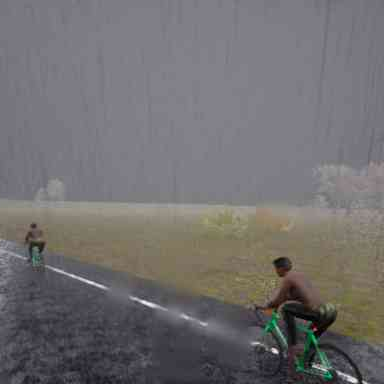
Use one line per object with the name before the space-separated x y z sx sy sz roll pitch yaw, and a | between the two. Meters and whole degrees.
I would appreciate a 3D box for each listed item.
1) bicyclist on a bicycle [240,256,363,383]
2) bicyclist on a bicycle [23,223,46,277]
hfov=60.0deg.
bicyclist on a bicycle | 1.261 1.655 4.156 0.582 1.620 1.656 3 -4 -44
bicyclist on a bicycle | -5.027 1.820 10.618 0.582 1.620 1.656 3 -4 -44
